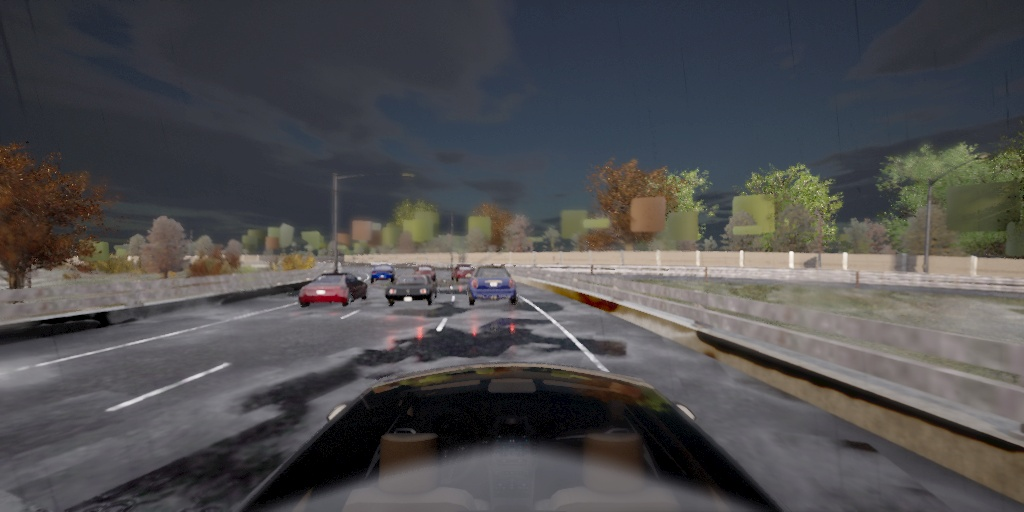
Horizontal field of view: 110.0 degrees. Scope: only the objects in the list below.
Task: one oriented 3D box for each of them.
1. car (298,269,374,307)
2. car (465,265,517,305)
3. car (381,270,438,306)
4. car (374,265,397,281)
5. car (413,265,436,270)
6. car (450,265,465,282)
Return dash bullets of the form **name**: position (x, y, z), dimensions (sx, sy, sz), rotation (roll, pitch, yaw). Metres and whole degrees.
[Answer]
- **car**: position (-8.052, 1.461, 16.557), dimensions (1.994, 1.385, 4.181), rotation (0, -1, -8)
- **car**: position (-1.078, 1.252, 17.295), dimensions (2.097, 1.767, 4.553), rotation (0, -1, -8)
- **car**: position (-4.548, 1.499, 16.849), dimensions (1.895, 1.301, 4.718), rotation (0, -1, -8)
- **car**: position (-11.296, 1.522, 31.625), dimensions (1.882, 1.535, 5.008), rotation (0, 0, -17)
- **car**: position (-7.903, 1.577, 32.500), dimensions (1.812, 1.442, 4.674), rotation (0, 0, -16)
- **car**: position (-4.540, 1.586, 33.466), dimensions (1.812, 1.442, 4.674), rotation (0, 0, -17)
